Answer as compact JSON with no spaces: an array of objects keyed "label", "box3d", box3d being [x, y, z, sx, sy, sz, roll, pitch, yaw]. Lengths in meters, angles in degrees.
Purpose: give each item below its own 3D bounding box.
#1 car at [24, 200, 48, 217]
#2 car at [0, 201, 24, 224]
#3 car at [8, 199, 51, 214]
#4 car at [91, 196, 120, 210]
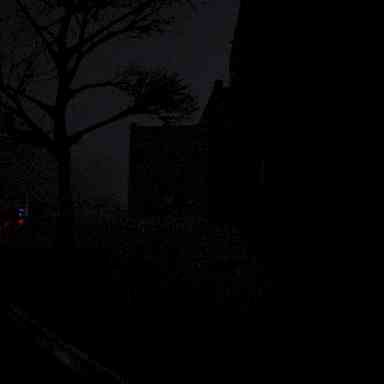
[{"label":"car","box3d":[-15.593,1.707,31.223,1.812,1.442,4.674,1,-1,-2]},{"label":"car","box3d":[-14.999,1.469,25.620,2.097,1.767,4.553,1,-1,-10]},{"label":"car","box3d":[-19.389,1.692,39.957,2.128,1.511,4.902,1,-1,10]},{"label":"car","box3d":[-13.142,1.710,50.707,2.150,2.045,5.566,1,-1,18]}]
